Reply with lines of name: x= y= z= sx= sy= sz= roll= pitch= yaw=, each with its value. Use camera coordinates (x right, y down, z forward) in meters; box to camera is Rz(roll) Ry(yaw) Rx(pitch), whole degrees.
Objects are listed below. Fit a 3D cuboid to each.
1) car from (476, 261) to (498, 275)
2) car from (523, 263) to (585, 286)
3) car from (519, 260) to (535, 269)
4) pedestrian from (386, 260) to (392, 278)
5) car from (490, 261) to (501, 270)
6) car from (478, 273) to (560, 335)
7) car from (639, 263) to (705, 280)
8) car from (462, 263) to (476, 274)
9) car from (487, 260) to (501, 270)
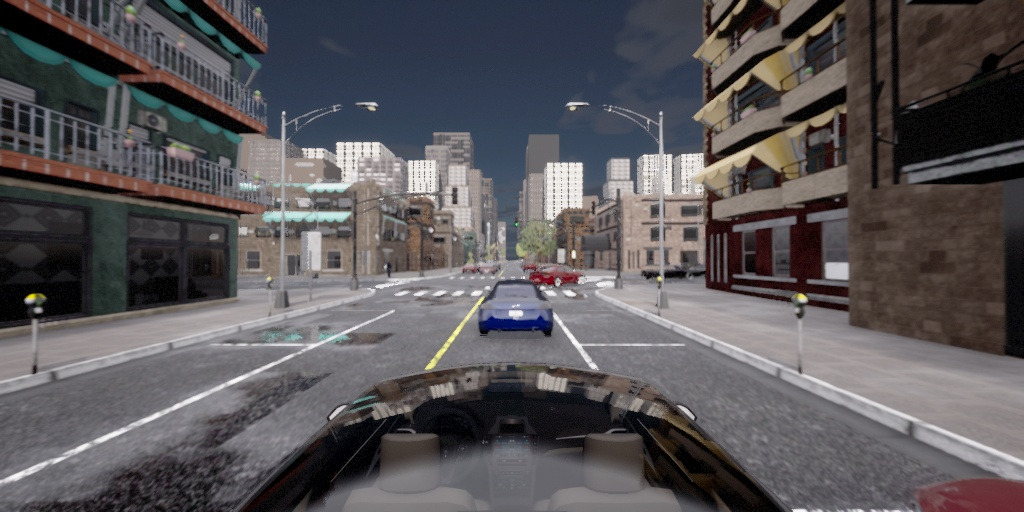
car: x=-3.086 y=1.648 z=45.742 sx=1.812 sy=1.442 sz=4.674 roll=0 pitch=-1 yaw=0
car: x=3.307 y=1.402 z=25.557 sx=1.882 sy=1.535 sz=5.008 roll=-3 pitch=-2 yaw=41
car: x=2.691 y=1.519 z=54.772 sx=2.192 sy=1.841 sz=5.009 roll=0 pitch=0 yaw=0
pedestrian: x=-12.511 y=1.326 z=36.518 sx=0.375 sy=1.860 sz=0.375 roll=0 pitch=0 yaw=0
car: x=-2.999 y=1.781 z=65.419 sx=1.882 sy=1.535 sz=5.008 roll=0 pitch=-1 yaw=0
car: x=0.098 y=1.388 z=10.764 sx=1.994 sy=1.385 sz=4.181 roll=0 pitch=0 yaw=0
car: x=13.561 y=1.422 z=30.990 sx=4.718 sy=1.301 sz=1.895 roll=-1 pitch=-1 yaw=0
car: x=-5.778 y=1.699 z=49.251 sx=1.888 sy=1.381 sz=4.507 roll=0 pitch=0 yaw=0
car: x=-3.080 y=1.699 z=55.032 sx=2.128 sy=1.511 sz=4.902 roll=0 pitch=-1 yaw=0
